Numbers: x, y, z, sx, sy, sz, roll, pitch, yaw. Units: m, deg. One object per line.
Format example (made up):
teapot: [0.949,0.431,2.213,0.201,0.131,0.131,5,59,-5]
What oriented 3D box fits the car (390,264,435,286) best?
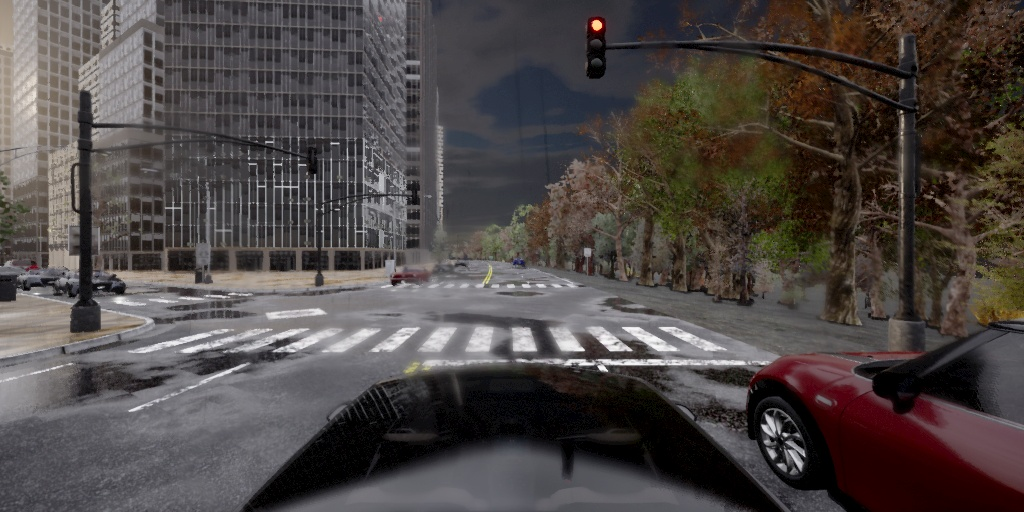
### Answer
car: [-6.949,1.357,25.001,1.895,1.301,4.718,0,0,-2]

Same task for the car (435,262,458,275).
car: [-7.441,1.327,39.173,1.994,1.385,4.181,0,0,-2]

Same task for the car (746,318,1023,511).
car: [3.320,1.070,1.725,2.097,1.767,4.553,-1,-1,2]

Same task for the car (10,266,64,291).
car: [-32.131,1.565,24.576,4.181,1.385,1.994,0,0,29]

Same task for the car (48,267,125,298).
car: [-23.394,1.491,19.835,4.181,1.385,1.994,0,0,29]

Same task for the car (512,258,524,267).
car: [1.130,1.130,65.379,1.882,1.535,5.008,2,-3,-4]

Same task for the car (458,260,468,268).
car: [-8.553,1.381,61.015,1.895,1.301,4.718,0,0,-3]

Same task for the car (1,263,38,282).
car: [-41.768,1.592,29.812,4.892,1.490,1.837,-1,0,28]
